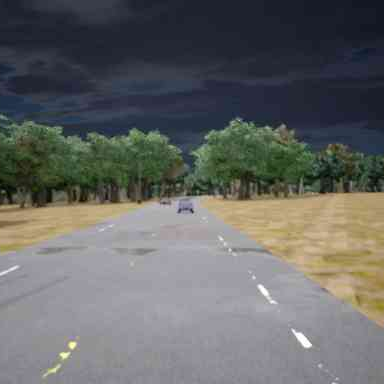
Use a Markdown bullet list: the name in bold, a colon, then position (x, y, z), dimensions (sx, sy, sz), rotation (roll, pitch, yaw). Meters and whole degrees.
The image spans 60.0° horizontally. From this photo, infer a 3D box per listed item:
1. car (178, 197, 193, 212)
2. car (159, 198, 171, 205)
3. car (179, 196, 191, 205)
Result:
- **car**: position (-0.765, 1.713, 40.783), dimensions (2.033, 1.411, 5.357), rotation (0, 0, -1)
- **car**: position (-4.875, 1.712, 61.103), dimensions (1.994, 1.385, 4.181), rotation (0, 0, -1)
- **car**: position (-1.278, 1.632, 62.708), dimensions (2.128, 1.511, 4.902), rotation (0, 0, -1)
